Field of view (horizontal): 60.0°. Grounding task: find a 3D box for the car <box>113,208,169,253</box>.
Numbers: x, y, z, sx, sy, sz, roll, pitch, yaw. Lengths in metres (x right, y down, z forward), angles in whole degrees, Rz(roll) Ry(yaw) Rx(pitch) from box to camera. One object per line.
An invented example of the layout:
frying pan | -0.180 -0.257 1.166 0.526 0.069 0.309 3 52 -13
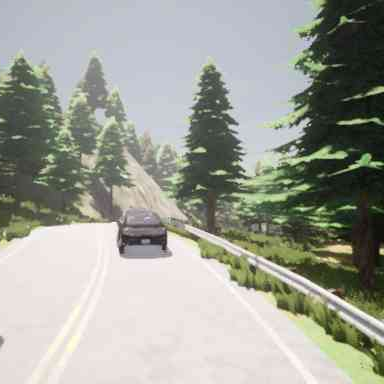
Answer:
car | -2.207 1.531 13.994 2.128 1.511 4.902 1 0 -14

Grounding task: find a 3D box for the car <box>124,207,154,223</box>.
car | -4.740 2.146 30.531 1.994 1.385 4.181 -1 -5 1
